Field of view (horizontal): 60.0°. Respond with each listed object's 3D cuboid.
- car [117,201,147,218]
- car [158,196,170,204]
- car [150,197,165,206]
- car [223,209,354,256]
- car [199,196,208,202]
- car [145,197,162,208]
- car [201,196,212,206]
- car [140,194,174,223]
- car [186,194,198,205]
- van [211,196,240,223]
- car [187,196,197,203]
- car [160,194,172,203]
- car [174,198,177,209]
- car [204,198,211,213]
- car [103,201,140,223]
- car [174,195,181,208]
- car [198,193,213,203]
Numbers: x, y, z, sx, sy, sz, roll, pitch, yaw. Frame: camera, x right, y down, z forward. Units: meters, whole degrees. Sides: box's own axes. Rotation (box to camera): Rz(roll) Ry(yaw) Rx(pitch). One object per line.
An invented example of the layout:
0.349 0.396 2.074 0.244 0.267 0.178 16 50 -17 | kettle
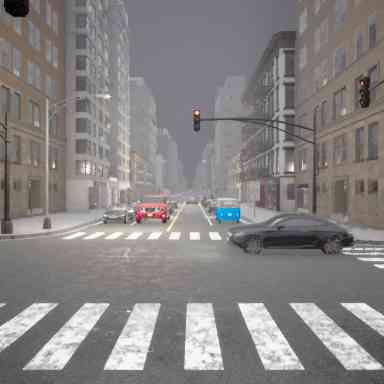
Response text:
-5.425 1.543 30.592 1.887 1.381 4.507 0 0 0 | car
-5.464 1.547 64.683 1.947 1.339 4.313 0 0 0 | car
-5.451 1.556 53.320 1.947 1.339 4.313 0 0 0 | car
3.718 1.555 12.761 4.674 1.442 1.812 1 0 0 | car
2.547 1.524 76.060 2.008 1.369 4.403 0 0 0 | car
-5.444 1.519 47.468 1.752 1.417 4.829 0 0 0 | car
2.581 1.576 47.653 1.802 1.307 4.206 0 0 0 | car
-2.878 1.220 25.592 2.150 2.045 5.566 0 0 0 | car
0.026 1.550 58.785 1.994 1.385 4.181 0 0 0 | car
2.607 1.340 24.928 1.690 1.788 3.998 0 0 0 | van
0.016 1.579 68.732 1.895 1.301 4.718 0 0 0 | car
-5.471 1.292 70.365 2.192 1.841 5.009 0 0 0 | car
-2.894 1.599 35.409 1.895 1.301 4.718 0 0 0 | car
2.594 1.580 36.290 1.802 1.307 4.206 0 0 0 | car
-5.418 1.549 24.910 2.008 1.369 4.403 0 0 0 | car
-2.889 1.500 45.469 1.837 1.490 4.892 0 0 0 | car
2.574 1.305 53.335 2.192 1.841 5.009 0 0 0 | car
